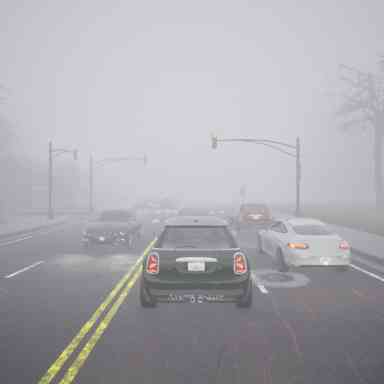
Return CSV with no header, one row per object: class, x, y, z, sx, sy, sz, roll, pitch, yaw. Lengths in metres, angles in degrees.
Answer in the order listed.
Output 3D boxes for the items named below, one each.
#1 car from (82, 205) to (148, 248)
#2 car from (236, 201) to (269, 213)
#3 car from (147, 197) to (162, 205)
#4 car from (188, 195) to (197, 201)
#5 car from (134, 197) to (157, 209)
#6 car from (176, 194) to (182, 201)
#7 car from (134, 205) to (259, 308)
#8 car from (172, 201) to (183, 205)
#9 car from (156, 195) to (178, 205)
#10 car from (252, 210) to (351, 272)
car,-3.327,1.506,14.729,1.837,1.490,4.892,0,0,0
car,3.341,1.352,19.410,2.097,1.767,4.553,0,0,0
car,-6.484,1.544,57.616,1.994,1.385,4.181,0,0,1
car,0.143,1.482,85.668,2.128,1.511,4.902,0,0,0
car,-6.512,1.538,45.382,2.033,1.411,5.357,0,0,2
car,-3.233,1.506,58.049,1.812,1.442,4.674,0,0,0
car,0.090,1.352,8.064,2.097,1.767,4.553,0,0,0
car,0.070,1.478,17.329,1.882,1.535,5.008,0,0,0
car,-3.274,1.496,44.559,1.837,1.490,4.892,0,0,0
car,3.350,1.526,10.616,1.812,1.442,4.674,0,0,0
